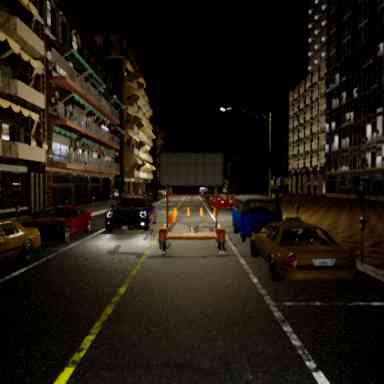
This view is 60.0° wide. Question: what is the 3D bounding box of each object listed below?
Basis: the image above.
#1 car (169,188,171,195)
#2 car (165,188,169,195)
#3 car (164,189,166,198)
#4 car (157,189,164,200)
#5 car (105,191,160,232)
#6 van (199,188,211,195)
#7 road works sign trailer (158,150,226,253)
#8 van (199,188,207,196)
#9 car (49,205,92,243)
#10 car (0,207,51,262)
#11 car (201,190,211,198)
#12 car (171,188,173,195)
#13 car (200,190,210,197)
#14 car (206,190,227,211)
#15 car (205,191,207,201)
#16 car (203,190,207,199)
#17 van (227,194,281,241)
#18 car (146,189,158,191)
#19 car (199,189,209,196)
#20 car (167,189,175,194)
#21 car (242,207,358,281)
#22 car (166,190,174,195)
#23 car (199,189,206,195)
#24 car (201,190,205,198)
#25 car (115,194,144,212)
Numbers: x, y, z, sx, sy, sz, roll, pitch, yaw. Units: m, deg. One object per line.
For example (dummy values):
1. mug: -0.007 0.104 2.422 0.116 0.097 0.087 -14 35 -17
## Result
1. car: -5.710 0.278 64.160 1.967 1.590 4.097 0 1 0
2. car: -5.708 0.485 58.638 2.008 1.369 4.403 0 1 0
3. car: -5.707 0.582 53.112 2.008 1.369 4.403 0 1 0
4. car: -5.708 0.444 47.581 2.192 1.841 5.009 0 1 0
5. car: -3.104 1.020 17.637 2.097 1.767 4.553 0 1 0
6. van: 2.671 0.275 58.635 1.690 1.788 3.998 0 1 0
7. road works sign trailer: -0.005 0.228 12.410 2.380 3.560 2.880 0 1 0
8. van: 2.666 -0.105 80.739 1.690 1.788 3.998 0 1 0
9. car: -5.699 1.272 14.430 1.887 1.381 4.507 0 1 0
10. car: -5.698 1.358 8.735 1.752 1.417 4.829 0 1 0
11. car: 2.671 0.360 64.333 1.752 1.417 4.829 0 1 0
12. car: -5.710 0.308 69.689 1.947 1.339 4.313 0 1 0
13. car: 2.670 0.308 69.691 1.947 1.339 4.313 0 1 0
14. car: 2.677 0.865 31.007 1.967 1.590 4.097 0 1 0
15. car: 2.676 0.848 36.705 1.752 1.417 4.829 0 1 0
16. car: 2.675 0.809 42.062 1.802 1.307 4.206 0 1 0
17. van: 2.680 1.068 14.428 1.690 1.788 3.998 0 1 0
18. car: -5.705 0.756 41.890 1.752 1.417 4.829 0 1 0
19. car: 2.668 0.088 75.214 1.967 1.590 4.097 0 1 0
20. car: -5.715 -0.049 91.792 1.802 1.307 4.206 0 1 0
21. car: 2.682 1.352 9.077 1.752 1.417 4.829 0 1 0
22. car: -5.714 0.043 86.267 1.802 1.307 4.206 0 1 0
23. car: 2.666 -0.016 86.437 1.752 1.417 4.829 0 1 0
24. car: 2.674 0.711 47.587 1.802 1.307 4.206 0 1 0
25. car: -5.703 0.970 31.008 1.887 1.381 4.507 0 1 0
